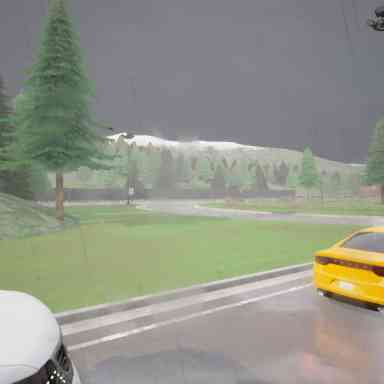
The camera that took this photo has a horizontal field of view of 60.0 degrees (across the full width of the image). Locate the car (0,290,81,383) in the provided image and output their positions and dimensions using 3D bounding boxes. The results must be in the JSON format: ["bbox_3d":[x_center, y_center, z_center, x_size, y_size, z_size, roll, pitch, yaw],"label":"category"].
[{"bbox_3d":[-3.344,1.221,1.363,5.566,2.045,2.150,0,0,-35],"label":"car"}]

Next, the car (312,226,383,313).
[{"bbox_3d":[4.700,1.478,7.206,5.008,1.535,1.882,0,0,-35],"label":"car"}]
